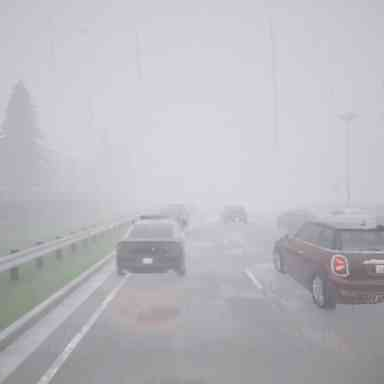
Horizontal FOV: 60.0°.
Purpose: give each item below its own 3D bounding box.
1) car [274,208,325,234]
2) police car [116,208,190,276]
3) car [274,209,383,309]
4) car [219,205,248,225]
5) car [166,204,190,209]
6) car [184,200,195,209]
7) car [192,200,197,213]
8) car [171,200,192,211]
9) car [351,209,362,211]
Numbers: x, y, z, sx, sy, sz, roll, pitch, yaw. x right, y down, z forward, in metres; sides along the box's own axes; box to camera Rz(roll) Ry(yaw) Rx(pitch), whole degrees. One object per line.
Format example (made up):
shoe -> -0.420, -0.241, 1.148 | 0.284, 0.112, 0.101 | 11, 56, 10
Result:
car -> 6.942, 1.856, 21.922 | 1.994, 1.385, 4.181 | 0, -1, 0
police car -> -1.136, 1.560, 10.966 | 1.930, 1.638, 5.238 | 0, -1, 0
car -> 3.533, 1.466, 8.266 | 2.097, 1.767, 4.553 | 0, -1, 0
car -> 3.404, 1.858, 27.636 | 1.837, 1.490, 4.892 | 0, -1, 0
car -> -1.202, 1.763, 20.854 | 1.837, 1.490, 4.892 | 0, -1, 0
car -> -0.410, 2.225, 60.225 | 1.882, 1.535, 5.008 | 0, -1, 0
car -> -0.300, 2.058, 45.600 | 2.128, 1.511, 4.902 | 0, -1, 0
car -> -1.241, 1.682, 26.825 | 2.097, 1.767, 4.553 | 0, -1, 0
car -> 10.433, 1.831, 22.262 | 1.812, 1.442, 4.674 | 0, -1, 0
